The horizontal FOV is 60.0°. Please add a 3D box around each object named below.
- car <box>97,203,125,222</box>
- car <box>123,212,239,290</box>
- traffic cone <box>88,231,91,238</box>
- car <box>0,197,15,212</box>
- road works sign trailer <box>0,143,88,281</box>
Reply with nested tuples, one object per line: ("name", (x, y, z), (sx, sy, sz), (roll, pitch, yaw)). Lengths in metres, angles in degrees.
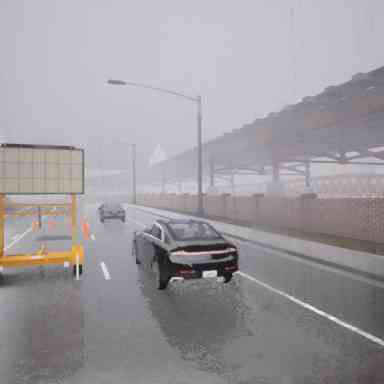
("car", (-6.471, 1.561, 26.510), (2.033, 1.411, 5.357), (0, 0, -19))
("car", (-0.431, 1.495, 9.236), (2.128, 1.511, 4.902), (0, 0, -19))
("traffic cone", (-5.227, 1.964, 16.553), (0.340, 0.580, 0.340), (0, 0, -19))
("car", (-22.196, 1.378, 38.909), (2.097, 1.767, 4.553), (0, 0, -20))
("road works sign trailer", (-4.321, 0.470, 9.454), (2.380, 3.560, 2.880), (0, 0, -19))
